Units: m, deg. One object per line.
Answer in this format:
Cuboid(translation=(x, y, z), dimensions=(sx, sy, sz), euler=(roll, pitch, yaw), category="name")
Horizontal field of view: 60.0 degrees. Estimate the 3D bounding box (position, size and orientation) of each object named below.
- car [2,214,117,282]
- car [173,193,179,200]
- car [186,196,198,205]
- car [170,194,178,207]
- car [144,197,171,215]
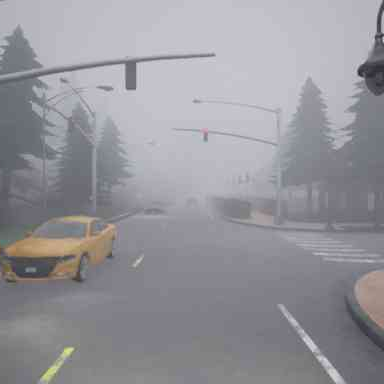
Cuboid(translation=(-3.592, 1.481, 9.917), dimensions=(1.882, 1.535, 5.008), euler=(0, 0, 0), category="car")
Cuboid(translation=(-3.508, 1.067, 66.400), dimensions=(1.837, 1.490, 4.892), euler=(0, 0, 0), category="car")
Cuboid(translation=(-0.007, 1.437, 56.098), dimensions=(1.882, 1.535, 5.008), euler=(0, 0, 0), category="car")
Cuboid(translation=(-3.596, 1.489, 51.022), dimensions=(1.812, 1.442, 4.674), euler=(0, 0, 0), category="car")
Cuboid(translation=(-3.605, 1.523, 33.686), dimensions=(2.033, 1.411, 5.357), euler=(0, 0, 0), category="car")
